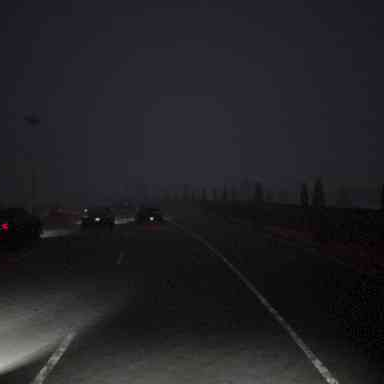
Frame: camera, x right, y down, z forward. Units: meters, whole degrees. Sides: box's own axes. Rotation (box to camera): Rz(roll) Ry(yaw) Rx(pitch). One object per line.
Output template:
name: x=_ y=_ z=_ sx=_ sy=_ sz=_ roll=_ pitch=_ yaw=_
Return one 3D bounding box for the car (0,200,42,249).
car: x=-8.316 y=1.413 z=14.839 sx=2.097 sy=1.767 sz=4.553 roll=0 pitch=0 yaw=-9

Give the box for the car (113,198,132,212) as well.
car: x=-8.367 y=1.472 z=40.384 sx=2.097 sy=1.767 sz=4.553 roll=0 pitch=0 yaw=-22

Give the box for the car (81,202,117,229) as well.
car: x=-6.180 y=1.635 z=22.147 sx=1.994 sy=1.385 sz=4.181 roll=0 pitch=0 yaw=-13

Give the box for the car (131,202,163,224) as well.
car: x=-3.341 y=1.576 z=25.324 sx=1.837 sy=1.490 sz=4.892 roll=0 pitch=0 yaw=-13

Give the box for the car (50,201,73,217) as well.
car: x=-13.063 y=1.596 z=33.307 sx=1.882 sy=1.535 sz=5.008 roll=0 pitch=0 yaw=-19
